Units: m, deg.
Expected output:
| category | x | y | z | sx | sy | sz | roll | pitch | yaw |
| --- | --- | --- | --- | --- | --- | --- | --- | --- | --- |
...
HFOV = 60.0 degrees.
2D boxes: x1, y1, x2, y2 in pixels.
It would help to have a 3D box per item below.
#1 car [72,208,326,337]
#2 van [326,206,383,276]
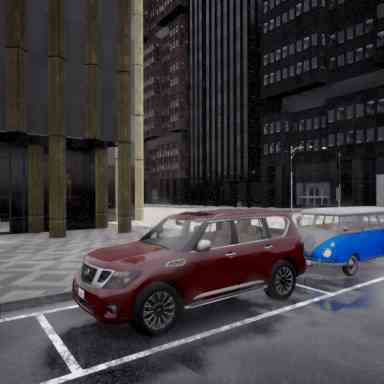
| category | x | y | z | sx | sy | sz | roll | pitch | yaw |
| --- | --- | --- | --- | --- | --- | --- | --- | --- | --- |
| car | 0.252 | 1.315 | 6.839 | 5.009 | 1.841 | 2.192 | 0 | 0 | -36 |
| van | 4.749 | 1.342 | 10.049 | 3.998 | 1.788 | 1.690 | 0 | 0 | -36 |
